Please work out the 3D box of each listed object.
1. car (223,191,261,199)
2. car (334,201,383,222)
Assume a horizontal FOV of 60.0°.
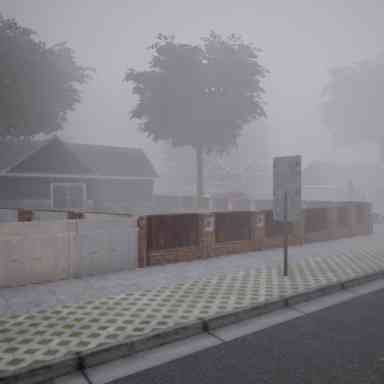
[{"bbox_3d":[5.293,0.977,32.942,2.150,2.045,5.566,0,1,-36],"label":"car"},{"bbox_3d":[11.378,1.405,24.372,1.812,1.442,4.674,0,1,-35],"label":"car"}]
